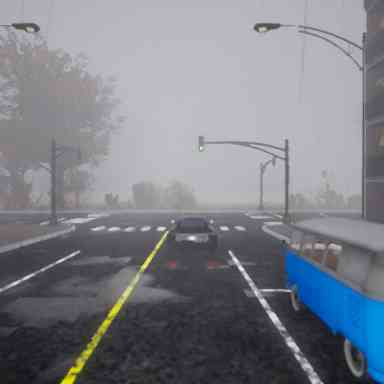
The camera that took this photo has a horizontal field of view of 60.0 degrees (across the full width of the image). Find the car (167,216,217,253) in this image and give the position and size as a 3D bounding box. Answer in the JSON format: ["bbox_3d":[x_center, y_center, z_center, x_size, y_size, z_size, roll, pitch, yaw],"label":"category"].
[{"bbox_3d":[0.011,1.697,14.287,1.994,1.385,4.181,0,0,0],"label":"car"}]

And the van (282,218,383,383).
[{"bbox_3d":[2.679,1.391,5.226,1.690,1.788,3.998,-1,-1,0],"label":"van"}]
